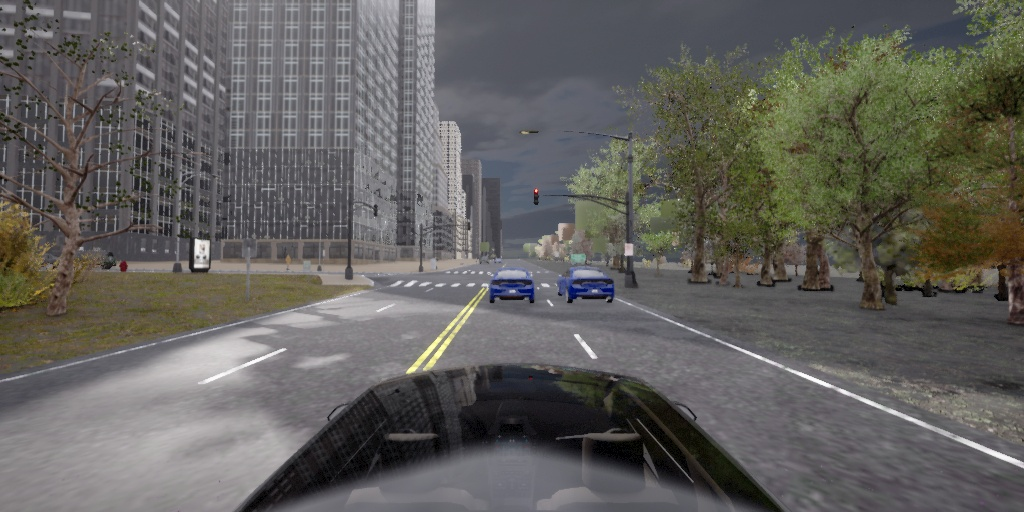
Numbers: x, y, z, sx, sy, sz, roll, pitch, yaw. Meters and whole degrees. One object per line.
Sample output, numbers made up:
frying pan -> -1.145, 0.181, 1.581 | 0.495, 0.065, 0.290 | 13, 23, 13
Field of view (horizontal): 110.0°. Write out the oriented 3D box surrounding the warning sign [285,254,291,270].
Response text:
warning sign -> -26.161, 0.744, 41.841 | 1.060, 1.860, 1.300 | 0, 0, -4

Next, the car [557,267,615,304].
car -> 3.241, 1.235, 16.513 | 1.882, 1.535, 5.008 | -1, 0, 0

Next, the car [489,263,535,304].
car -> -0.001, 1.245, 16.510 | 1.882, 1.535, 5.008 | 0, 0, 0

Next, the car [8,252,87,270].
car -> -44.540, 0.583, 34.165 | 4.892, 1.490, 1.837 | 1, -2, -6

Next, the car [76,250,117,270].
car -> -44.895, 0.441, 37.402 | 5.566, 2.045, 2.150 | 1, -2, -6
